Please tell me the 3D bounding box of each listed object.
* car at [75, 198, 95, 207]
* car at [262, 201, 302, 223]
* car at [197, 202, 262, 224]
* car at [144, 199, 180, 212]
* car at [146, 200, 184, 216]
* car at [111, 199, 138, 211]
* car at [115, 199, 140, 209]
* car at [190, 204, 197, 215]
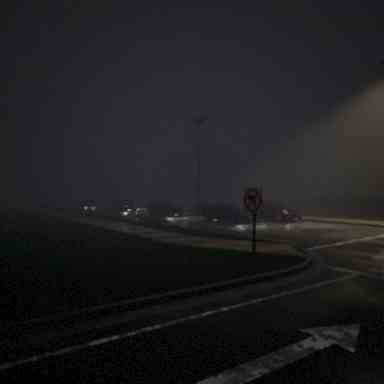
[{"bbox_3d":[-17.746,1.677,55.101,2.033,1.411,5.357,1,0,-36],"label":"car"},{"bbox_3d":[6.654,1.502,27.213,2.097,1.767,4.553,1,0,-36],"label":"car"},{"bbox_3d":[2.856,1.603,26.478,1.882,1.535,5.008,1,0,-36],"label":"car"},{"bbox_3d":[-3.861,1.696,41.653,2.033,1.411,5.357,1,0,-36],"label":"car"},{"bbox_3d":[-2.755,1.602,34.185,1.882,1.535,5.008,1,0,-36],"label":"car"},{"bbox_3d":[-8.661,1.627,42.323,1.837,1.490,4.892,1,0,-36],"label":"car"},{"bbox_3d":[-9.718,1.712,49.803,1.994,1.385,4.181,1,0,-36],"label":"car"},{"bbox_3d":[1.582,1.713,34.178,1.994,1.385,4.181,1,0,-36],"label":"car"}]
